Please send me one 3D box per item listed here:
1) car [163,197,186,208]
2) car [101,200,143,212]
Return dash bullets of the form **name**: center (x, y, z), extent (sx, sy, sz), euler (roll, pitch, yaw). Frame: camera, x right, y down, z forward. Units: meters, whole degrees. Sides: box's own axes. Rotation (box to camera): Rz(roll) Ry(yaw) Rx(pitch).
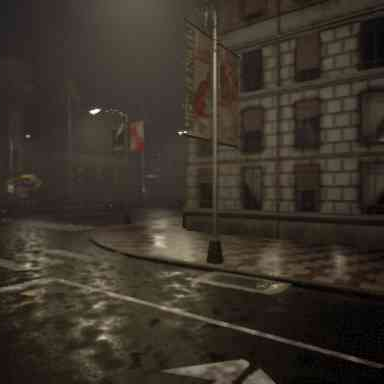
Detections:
- **car**: center (-1.871, 1.412, 45.102), extent (2.128, 1.511, 4.902), euler (0, 0, 37)
- **car**: center (-7.774, 1.521, 37.173), extent (1.895, 1.301, 4.718), euler (0, 0, 36)
